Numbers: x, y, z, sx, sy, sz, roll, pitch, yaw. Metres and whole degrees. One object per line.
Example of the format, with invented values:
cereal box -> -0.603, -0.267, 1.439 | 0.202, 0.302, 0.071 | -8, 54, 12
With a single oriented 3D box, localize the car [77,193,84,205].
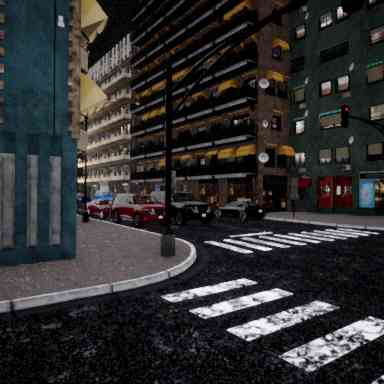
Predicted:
car -> -15.617, 0.604, 41.974 | 2.150, 2.045, 5.566 | 1, 0, -35

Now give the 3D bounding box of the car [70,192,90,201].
car -> -19.216, 0.769, 56.806 | 1.887, 1.381, 4.507 | 2, 0, -36

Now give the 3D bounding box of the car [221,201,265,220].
car -> 3.616, 1.353, 25.197 | 1.947, 1.339, 4.313 | 2, 0, -36

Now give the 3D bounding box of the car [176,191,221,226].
car -> -0.920, 0.966, 21.572 | 2.150, 2.045, 5.566 | 1, 0, -36

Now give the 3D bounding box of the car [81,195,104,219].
car -> -6.461, 1.182, 24.838 | 1.887, 1.381, 4.507 | 2, 0, -36

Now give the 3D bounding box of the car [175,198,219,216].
car -> 0.354, 1.288, 29.713 | 1.802, 1.307, 4.206 | 2, 0, -36

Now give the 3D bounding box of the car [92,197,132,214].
car -> -7.396, 1.185, 30.537 | 1.895, 1.301, 4.718 | 1, 0, -36

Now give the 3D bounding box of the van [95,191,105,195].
van -> -12.688, 0.726, 47.776 | 1.690, 1.788, 3.998 | 2, 0, -36

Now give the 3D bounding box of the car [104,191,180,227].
car -> -3.192, 1.033, 20.322 | 2.192, 1.841, 5.009 | 2, 0, -36

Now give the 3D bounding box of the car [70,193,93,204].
car -> -15.985, 0.899, 47.817 | 1.994, 1.385, 4.181 | 1, 0, -35
